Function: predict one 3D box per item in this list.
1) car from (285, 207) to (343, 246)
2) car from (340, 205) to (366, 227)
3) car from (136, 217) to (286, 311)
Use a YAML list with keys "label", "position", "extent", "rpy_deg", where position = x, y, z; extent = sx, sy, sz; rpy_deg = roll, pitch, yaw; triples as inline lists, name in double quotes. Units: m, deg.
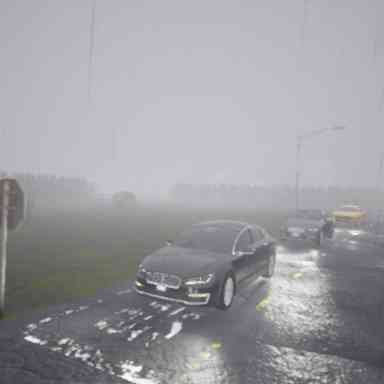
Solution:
- label: "car"
  position: [5.861, 1.644, 16.623]
  extent: [2.128, 1.511, 4.902]
  rpy_deg: [2, 0, 33]
- label: "car"
  position: [12.568, 1.827, 26.611]
  extent: [1.882, 1.535, 5.008]
  rpy_deg: [2, 0, 36]
- label: "car"
  position: [0.650, 1.503, 8.054]
  extent: [1.837, 1.490, 4.892]
  rpy_deg: [2, 0, 29]
